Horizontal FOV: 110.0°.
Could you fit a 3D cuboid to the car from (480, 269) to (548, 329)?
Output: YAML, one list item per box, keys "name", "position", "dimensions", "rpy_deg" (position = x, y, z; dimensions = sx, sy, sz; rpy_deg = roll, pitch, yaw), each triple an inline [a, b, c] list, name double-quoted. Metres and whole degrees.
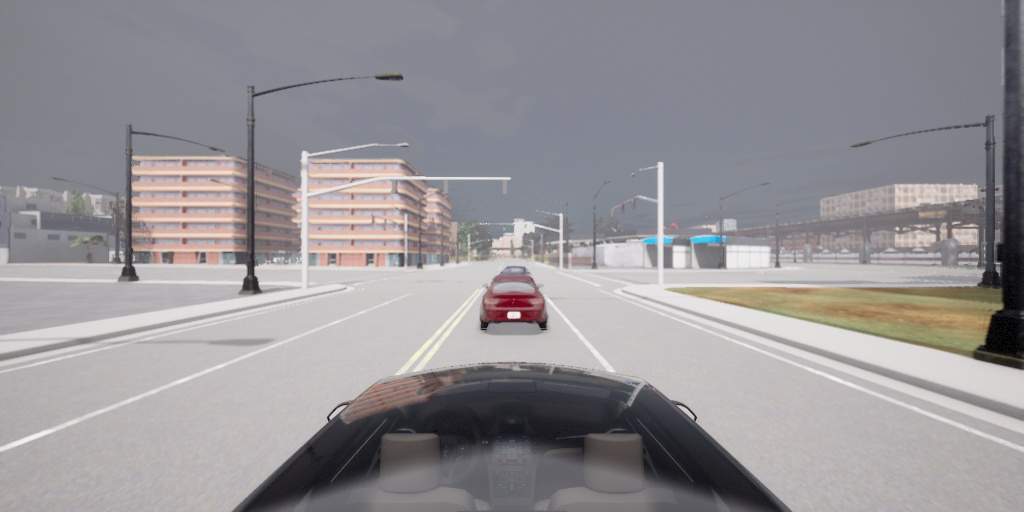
- name: "car"
  position: [0.039, 1.285, 11.118]
  dimensions: [1.812, 1.442, 4.674]
  rpy_deg: [0, 0, 0]

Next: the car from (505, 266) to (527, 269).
- name: "car"
  position: [0.300, 1.318, 22.840]
  dimensions: [2.033, 1.411, 5.357]
  rpy_deg: [0, 0, 8]
